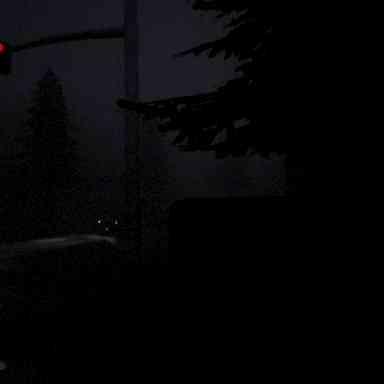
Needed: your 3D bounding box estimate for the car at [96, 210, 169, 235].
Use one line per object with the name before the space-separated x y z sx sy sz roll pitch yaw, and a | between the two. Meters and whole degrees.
car | -3.449 1.765 20.295 1.895 1.301 4.718 -1 -1 36
